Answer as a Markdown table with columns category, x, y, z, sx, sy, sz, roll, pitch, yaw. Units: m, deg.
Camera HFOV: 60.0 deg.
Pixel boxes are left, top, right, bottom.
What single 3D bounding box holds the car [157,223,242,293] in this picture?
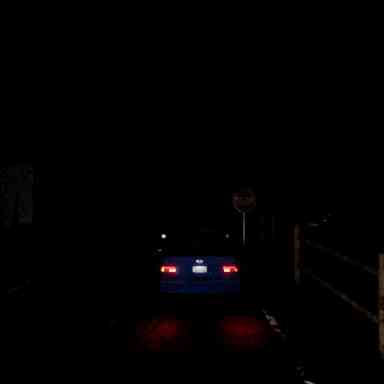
| category | x | y | z | sx | sy | sz | roll | pitch | yaw |
| --- | --- | --- | --- | --- | --- | --- | --- | --- | --- |
| car | 0.109 | 1.547 | 8.970 | 2.033 | 1.411 | 5.357 | 0 | 0 | -1 |

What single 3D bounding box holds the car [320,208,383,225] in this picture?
| category | x | y | z | sx | sy | sz | roll | pitch | yaw |
| --- | --- | --- | --- | --- | --- | --- | --- | --- | --- |
| car | 12.051 | 1.835 | 24.628 | 4.718 | 1.301 | 1.895 | 1 | -1 | 1 |
